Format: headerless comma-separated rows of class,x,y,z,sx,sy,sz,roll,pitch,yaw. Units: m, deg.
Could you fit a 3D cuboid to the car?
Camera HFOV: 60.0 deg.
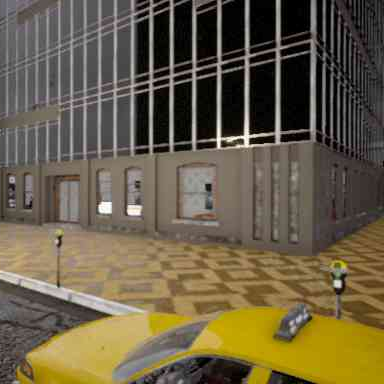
car,0.505,1.525,2.510,4.829,1.417,1.752,0,0,35
